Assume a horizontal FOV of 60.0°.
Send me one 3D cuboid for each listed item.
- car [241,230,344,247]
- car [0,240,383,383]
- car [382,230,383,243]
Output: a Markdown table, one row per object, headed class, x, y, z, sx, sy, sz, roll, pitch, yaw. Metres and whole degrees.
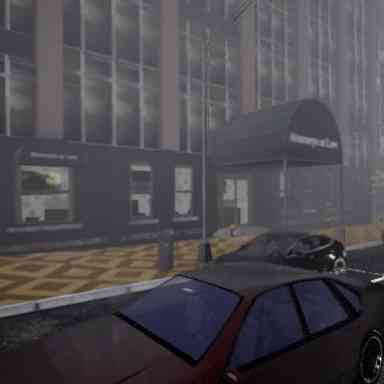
| class | x | y | z | sx | sy | sz | roll | pitch | yaw |
| --- | --- | --- | --- | --- | --- | --- | --- | --- | --- |
| car | 2.418 | 1.717 | 8.746 | 4.313 | 1.339 | 1.947 | 1 | -2 | -38 |
| car | 0.536 | 1.609 | 3.822 | 5.357 | 1.411 | 2.033 | 1 | -1 | -38 |
| car | 10.591 | 1.611 | 15.086 | 5.009 | 1.841 | 2.192 | 1 | -2 | -38 |
